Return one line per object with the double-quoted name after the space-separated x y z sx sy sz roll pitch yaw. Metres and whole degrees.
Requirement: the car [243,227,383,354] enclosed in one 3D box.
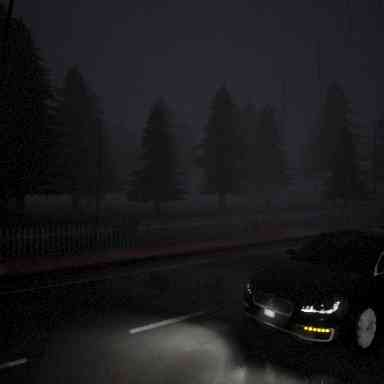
3.097 1.476 6.162 4.892 1.490 1.837 0 0 -35 "car"
